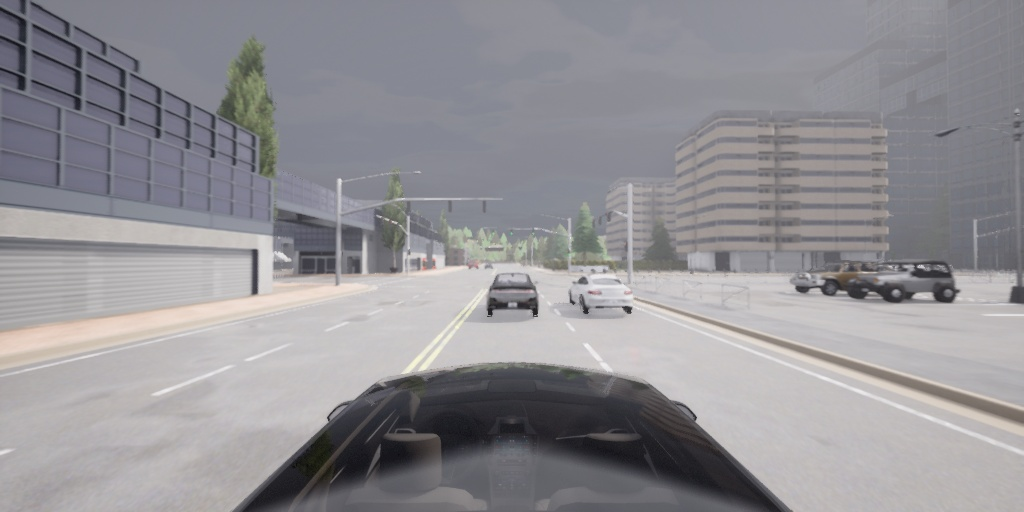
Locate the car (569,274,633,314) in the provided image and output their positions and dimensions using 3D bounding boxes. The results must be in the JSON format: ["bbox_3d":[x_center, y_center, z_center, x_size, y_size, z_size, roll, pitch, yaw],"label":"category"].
[{"bbox_3d":[3.525,1.452,14.716,1.812,1.442,4.674,0,-1,0],"label":"car"}]

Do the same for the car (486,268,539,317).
[{"bbox_3d":[0.024,1.409,14.070,2.128,1.511,4.902,0,-1,0],"label":"car"}]

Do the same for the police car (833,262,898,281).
[{"bbox_3d":[40.346,1.789,40.983,4.974,1.542,2.038,0,-1,-2],"label":"police car"}]
